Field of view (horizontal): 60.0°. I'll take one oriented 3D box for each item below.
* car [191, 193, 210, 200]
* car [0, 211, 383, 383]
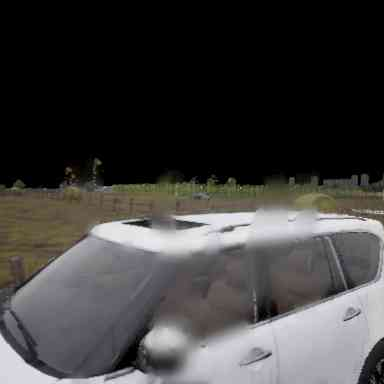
[{"bbox_3d":[1.726,0.883,67.690,2.128,1.511,4.902,3,0,-35],"label":"car"},{"bbox_3d":[-0.114,1.242,2.987,5.566,2.045,2.150,1,-1,-36],"label":"car"}]
